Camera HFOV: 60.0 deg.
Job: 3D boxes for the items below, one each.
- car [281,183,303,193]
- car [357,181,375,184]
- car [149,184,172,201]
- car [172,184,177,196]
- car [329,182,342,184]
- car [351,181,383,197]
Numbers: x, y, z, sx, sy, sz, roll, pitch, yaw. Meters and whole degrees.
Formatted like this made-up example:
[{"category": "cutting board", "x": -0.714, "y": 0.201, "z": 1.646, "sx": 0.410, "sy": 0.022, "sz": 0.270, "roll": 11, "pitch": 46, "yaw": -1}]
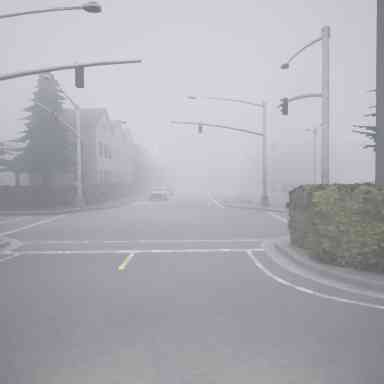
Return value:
[{"category": "car", "x": 15.266, "y": -0.542, "z": 52.112, "sx": 2.007, "sy": 1.523, "sz": 4.514, "roll": -1, "pitch": 2, "yaw": 0}, {"category": "car", "x": 19.015, "y": -0.182, "z": 34.254, "sx": 1.905, "sy": 1.878, "sz": 3.866, "roll": -1, "pitch": 2, "yaw": 0}, {"category": "car", "x": -3.717, "y": 0.140, "z": 37.804, "sx": 1.882, "sy": 1.535, "sz": 5.008, "roll": -1, "pitch": 2, "yaw": 0}, {"category": "car", "x": -3.737, "y": -0.333, "z": 47.823, "sx": 2.097, "sy": 1.767, "sz": 4.553, "roll": -1, "pitch": 2, "yaw": 0}, {"category": "car", "x": 25.304, "y": -1.048, "z": 59.525, "sx": 2.152, "sy": 1.636, "sz": 5.027, "roll": -1, "pitch": 2, "yaw": 0}, {"category": "car", "x": 22.259, "y": -0.469, "z": 42.135, "sx": 1.932, "sy": 1.855, "sz": 4.605, "roll": -1, "pitch": 2, "yaw": 0}]
